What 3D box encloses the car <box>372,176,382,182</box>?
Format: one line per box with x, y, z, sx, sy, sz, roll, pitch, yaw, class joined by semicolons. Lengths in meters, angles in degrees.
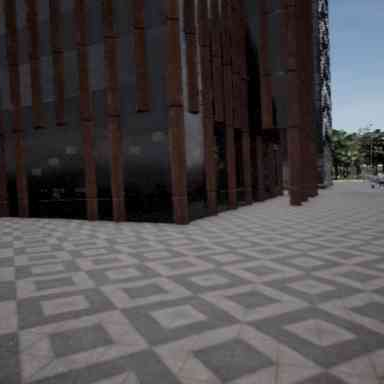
45.340;-3.179;81.690;1.752;1.417;4.829;-2;2;26;car

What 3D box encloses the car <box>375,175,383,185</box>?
35.958;-2.053;62.288;1.947;1.339;4.313;-2;2;26;car
